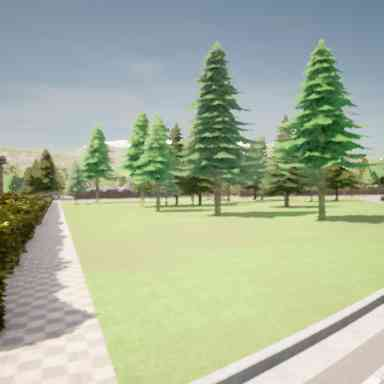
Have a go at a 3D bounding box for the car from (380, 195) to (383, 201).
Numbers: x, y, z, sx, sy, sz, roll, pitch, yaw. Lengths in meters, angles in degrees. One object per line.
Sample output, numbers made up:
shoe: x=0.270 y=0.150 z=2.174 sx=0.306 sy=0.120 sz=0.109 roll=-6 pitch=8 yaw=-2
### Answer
car: x=36.808 y=1.150 z=62.467 sx=1.895 sy=1.301 sz=4.718 roll=0 pitch=0 yaw=18
